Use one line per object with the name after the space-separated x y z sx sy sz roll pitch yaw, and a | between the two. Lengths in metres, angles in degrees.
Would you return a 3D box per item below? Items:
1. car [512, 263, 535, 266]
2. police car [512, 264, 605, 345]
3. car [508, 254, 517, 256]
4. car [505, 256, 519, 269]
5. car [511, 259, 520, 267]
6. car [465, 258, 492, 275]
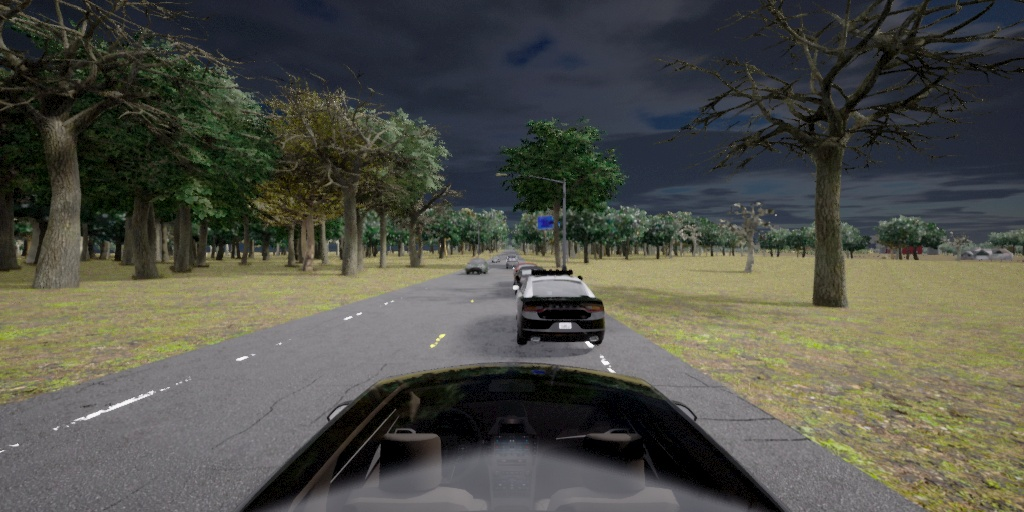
1.056 1.273 19.542 1.812 1.442 4.674 0 0 0 | car
1.052 1.174 9.652 1.930 1.638 5.238 0 0 0 | police car
0.024 0.718 65.081 2.150 2.045 5.566 0 1 0 | car
0.086 1.104 52.447 2.128 1.511 4.902 0 0 0 | car
1.058 1.220 25.540 1.882 1.535 5.008 0 0 0 | car
-3.584 1.044 37.297 2.097 1.767 4.553 0 0 0 | car
